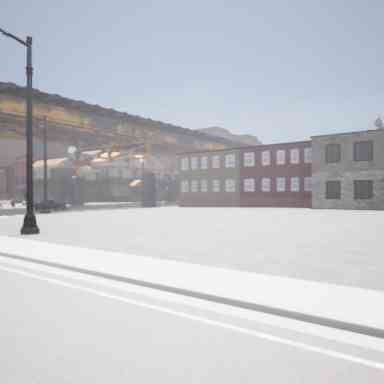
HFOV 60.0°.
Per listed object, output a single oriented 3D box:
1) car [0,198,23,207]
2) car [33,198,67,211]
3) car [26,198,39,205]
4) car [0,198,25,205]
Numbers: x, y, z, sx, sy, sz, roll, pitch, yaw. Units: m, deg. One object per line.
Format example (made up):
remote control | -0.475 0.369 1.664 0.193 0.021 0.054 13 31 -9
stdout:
car | -32.060 1.844 58.468 4.974 1.542 2.038 0 0 7
car | -19.267 1.797 45.028 1.812 1.442 4.674 0 0 33
car | -28.554 1.672 59.731 1.853 1.218 4.536 0 0 -23
car | -32.112 1.686 58.474 4.536 1.218 1.853 0 0 7
